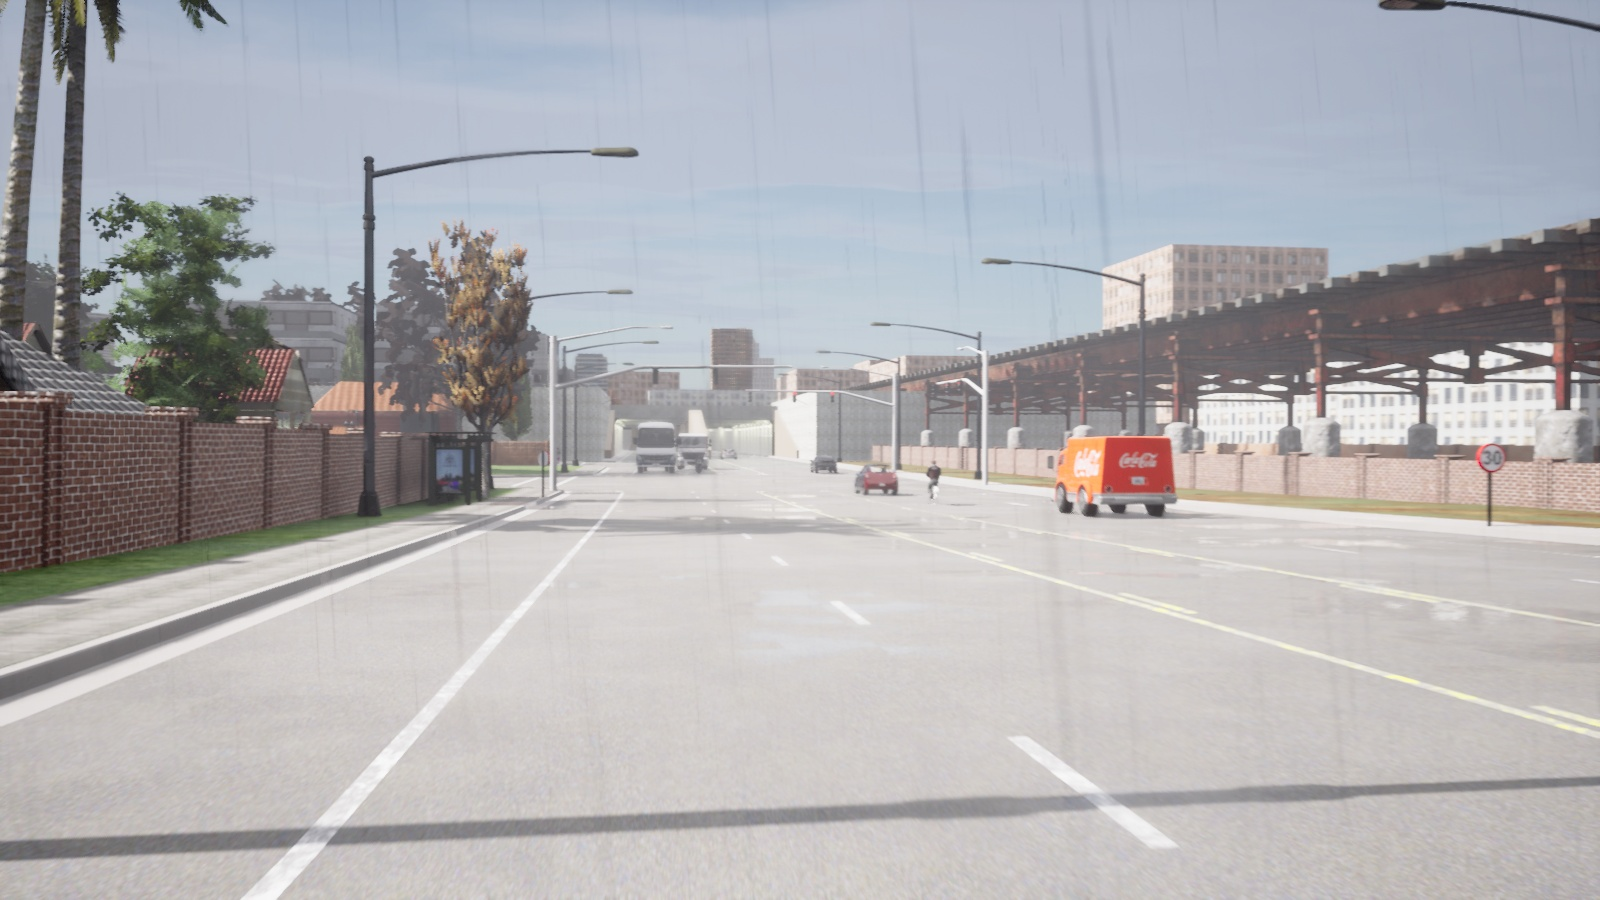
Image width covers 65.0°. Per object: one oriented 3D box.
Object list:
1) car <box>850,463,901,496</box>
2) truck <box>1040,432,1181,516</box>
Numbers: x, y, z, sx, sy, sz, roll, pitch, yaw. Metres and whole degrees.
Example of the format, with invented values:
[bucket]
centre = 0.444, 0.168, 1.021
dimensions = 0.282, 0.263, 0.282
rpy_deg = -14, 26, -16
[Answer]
[car]
centre = 3.640, 1.419, 61.111
dimensions = 1.845, 1.501, 3.633
rpy_deg = 0, 0, -6
[truck]
centre = 9.713, 0.751, 39.832
dimensions = 2.627, 2.467, 5.204
rpy_deg = 0, -1, -7
